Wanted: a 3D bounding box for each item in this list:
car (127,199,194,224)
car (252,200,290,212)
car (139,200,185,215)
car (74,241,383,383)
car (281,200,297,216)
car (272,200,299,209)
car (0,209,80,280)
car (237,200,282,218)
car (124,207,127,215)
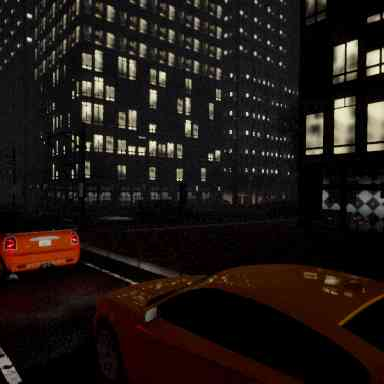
[{"bbox_3d":[-2.211,1.523,26.669,5.009,1.841,2.192,1,0,-39],"label":"car"},{"bbox_3d":[10.644,1.846,44.605,5.357,1.411,2.033,1,1,-39],"label":"car"},{"bbox_3d":[-3.272,1.647,36.619,4.829,1.417,1.752,1,0,-39],"label":"car"},{"bbox_3d":[0.749,1.476,3.245,1.882,1.535,5.008,0,0,-40],"label":"car"},{"bbox_3d":[10.899,1.935,37.363,4.206,1.307,1.802,1,0,-39],"label":"car"},{"bbox_3d":[14.336,1.881,50.979,4.313,1.339,1.947,1,0,-39],"label":"car"},{"bbox_3d":[-5.193,1.347,10.285,2.097,1.767,4.553,0,0,-40],"label":"car"},{"bbox_3d":[6.660,1.832,33.906,4.829,1.417,1.752,1,0,-39],"label":"car"},{"bbox_3d":[-4.278,1.639,32.446,4.892,1.490,1.837,1,0,-39],"label":"car"}]
